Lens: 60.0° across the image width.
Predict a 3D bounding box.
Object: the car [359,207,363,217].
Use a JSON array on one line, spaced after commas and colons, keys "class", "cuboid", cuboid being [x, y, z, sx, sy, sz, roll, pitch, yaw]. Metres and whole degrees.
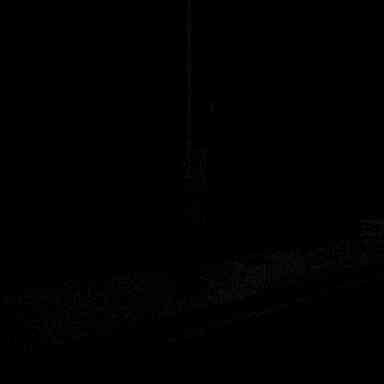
[{"class": "car", "cuboid": [10.977, 1.307, 26.445, 2.128, 1.511, 4.902, 0, 1, -35]}]
